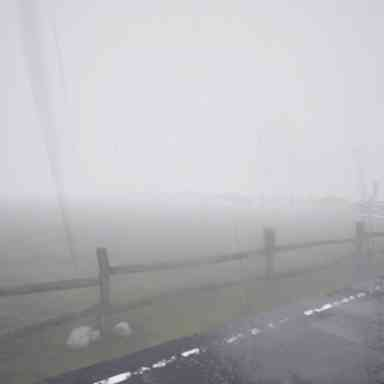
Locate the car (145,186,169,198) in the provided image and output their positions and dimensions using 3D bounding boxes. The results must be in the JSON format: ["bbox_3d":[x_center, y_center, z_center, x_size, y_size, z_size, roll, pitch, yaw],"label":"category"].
[{"bbox_3d":[-6.876,-0.047,64.576,2.150,2.045,5.566,1,1,-35],"label":"car"}]

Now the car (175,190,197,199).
[{"bbox_3d":[-1.144,0.448,56.472,2.128,1.511,4.902,1,1,-35],"label":"car"}]

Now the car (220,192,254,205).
[{"bbox_3d":[5.631,0.764,41.756,1.882,1.535,5.008,1,1,-35],"label":"car"}]

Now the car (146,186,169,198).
[{"bbox_3d":[-6.189,0.034,58.802,2.150,2.045,5.566,1,1,-35],"label":"car"}]

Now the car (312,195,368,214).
[{"bbox_3d":[13.490,1.083,30.531,1.882,1.535,5.008,1,1,-35],"label":"car"}]
